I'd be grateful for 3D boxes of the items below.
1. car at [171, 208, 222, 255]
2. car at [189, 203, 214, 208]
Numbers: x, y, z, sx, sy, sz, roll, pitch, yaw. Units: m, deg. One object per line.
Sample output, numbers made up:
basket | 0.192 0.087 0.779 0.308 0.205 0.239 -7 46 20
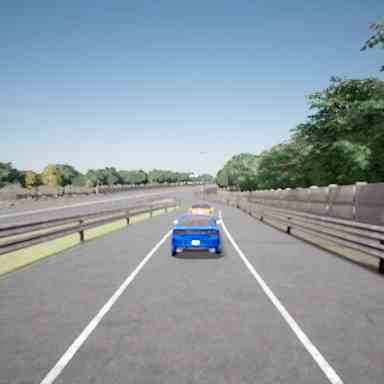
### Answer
car | 0.221 1.651 14.131 1.882 1.535 5.008 0 0 2
car | 0.810 1.699 28.221 2.097 1.767 4.553 0 -1 4
